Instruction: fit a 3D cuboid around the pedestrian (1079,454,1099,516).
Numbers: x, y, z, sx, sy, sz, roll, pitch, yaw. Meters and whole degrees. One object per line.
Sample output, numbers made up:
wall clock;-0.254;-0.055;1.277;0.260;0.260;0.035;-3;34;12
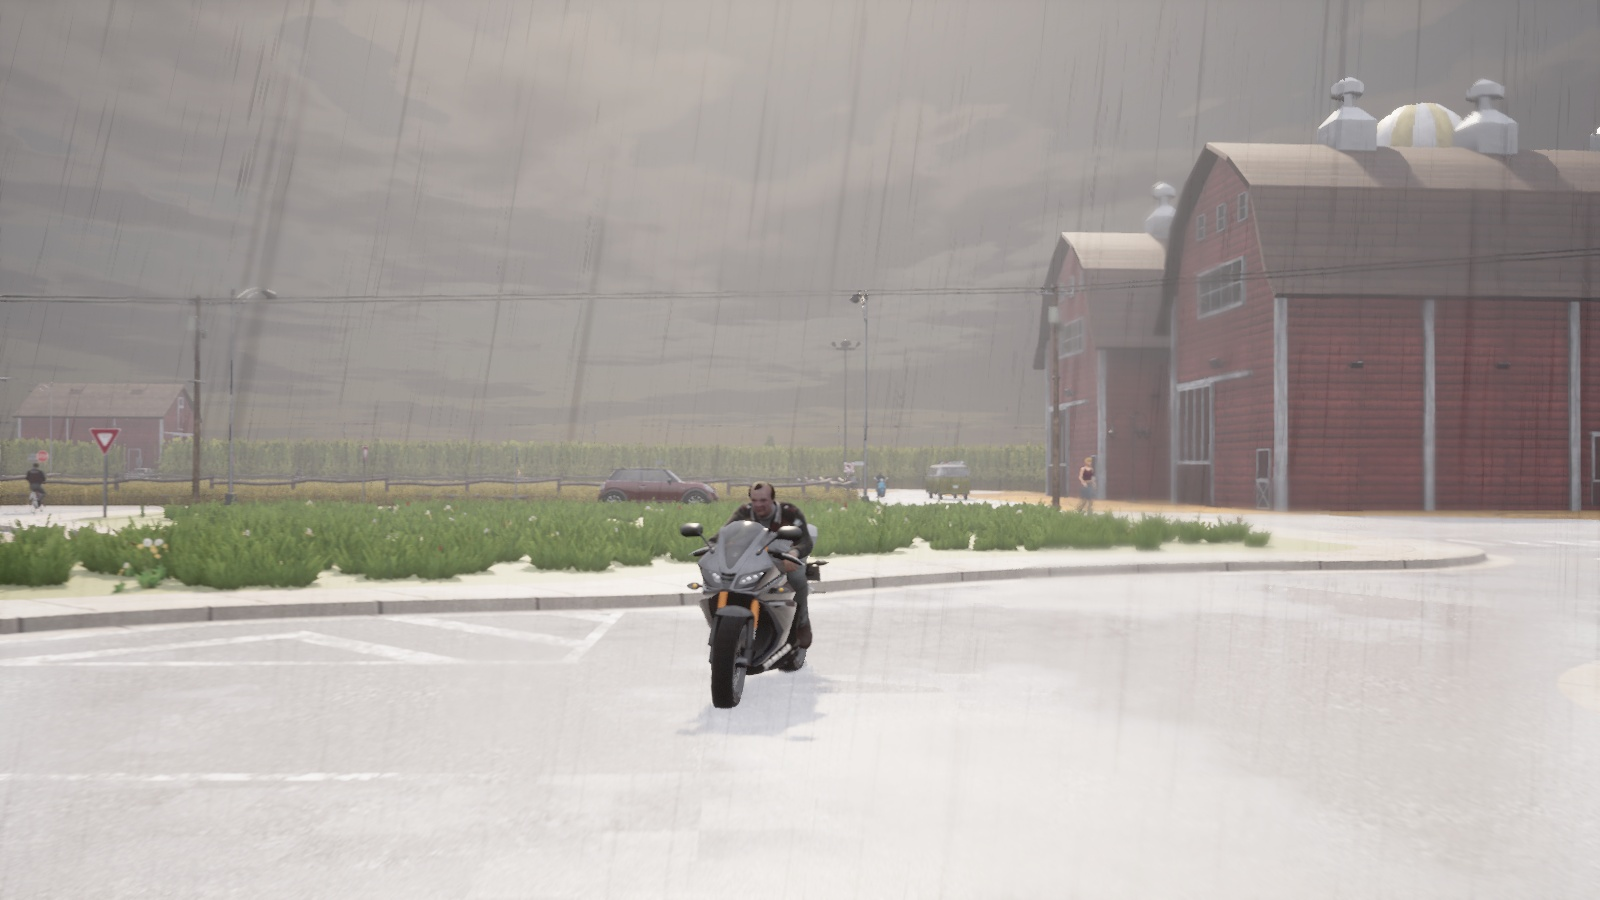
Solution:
pedestrian;8.585;1.040;37.350;0.345;1.836;0.594;0;-1;-13

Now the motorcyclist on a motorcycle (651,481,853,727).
motorcyclist on a motorcycle;-0.273;1.009;9.145;0.866;1.530;2.191;0;-1;14

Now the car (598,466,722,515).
car;-5.233;1.510;47.482;4.553;1.767;2.097;0;-1;-3

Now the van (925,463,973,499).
van;8.525;1.780;72.289;1.775;1.987;4.442;0;-1;-6
